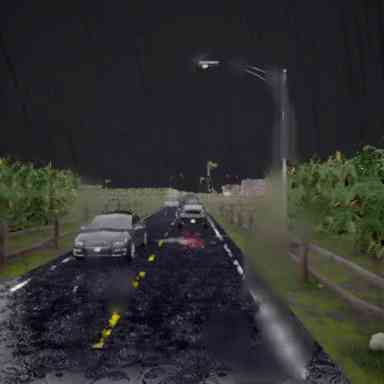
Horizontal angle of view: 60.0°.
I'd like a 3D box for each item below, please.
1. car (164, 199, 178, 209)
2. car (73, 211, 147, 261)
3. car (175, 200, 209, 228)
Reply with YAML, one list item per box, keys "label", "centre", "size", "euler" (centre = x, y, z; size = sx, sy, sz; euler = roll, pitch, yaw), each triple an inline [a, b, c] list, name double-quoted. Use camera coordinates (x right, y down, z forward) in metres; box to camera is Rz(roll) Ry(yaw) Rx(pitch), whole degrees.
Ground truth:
- label: "car"
  centre: [-2.794, 1.608, 46.426]
  size: [1.895, 1.301, 4.718]
  euler: [0, 0, 0]
- label: "car"
  centre: [-2.822, 1.500, 12.373]
  size: [1.837, 1.490, 4.892]
  euler: [0, -1, 0]
- label: "car"
  centre: [0.083, 1.497, 22.115]
  size: [1.837, 1.490, 4.892]
  euler: [0, 0, 1]
